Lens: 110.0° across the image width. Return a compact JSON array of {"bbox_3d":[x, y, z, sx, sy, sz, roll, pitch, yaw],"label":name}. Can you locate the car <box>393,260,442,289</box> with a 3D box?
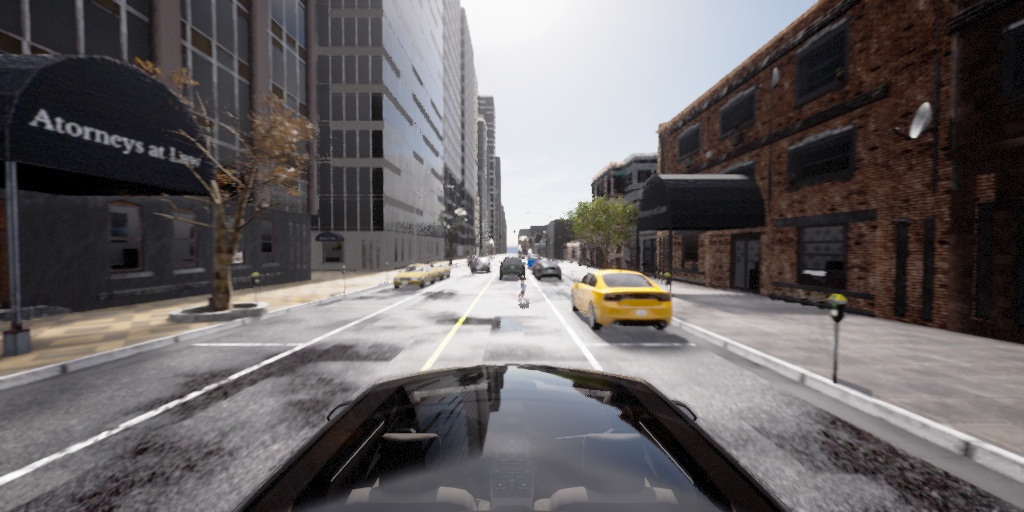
[{"bbox_3d":[-5.689,1.080,21.496,1.751,1.417,4.829,0,0,0],"label":"car"}]

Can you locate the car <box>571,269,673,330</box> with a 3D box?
[{"bbox_3d":[3.002,1.139,10.797,1.882,1.535,5.008,0,1,0],"label":"car"}]

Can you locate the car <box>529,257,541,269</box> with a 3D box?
[{"bbox_3d":[2.694,1.027,32.722,1.802,1.307,4.207,0,0,0],"label":"car"}]

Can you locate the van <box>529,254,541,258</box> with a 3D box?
[{"bbox_3d":[2.695,0.677,43.790,1.690,1.789,3.998,0,0,0],"label":"van"}]

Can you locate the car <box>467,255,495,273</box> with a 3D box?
[{"bbox_3d":[-3.078,0.906,35.951,2.128,1.511,4.902,0,0,0],"label":"car"}]

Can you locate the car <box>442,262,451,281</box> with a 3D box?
[{"bbox_3d":[-5.688,1.025,27.030,1.751,1.417,4.829,0,0,0],"label":"car"}]

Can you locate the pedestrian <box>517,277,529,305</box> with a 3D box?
[{"bbox_3d":[0.435,1.306,13.705,0.500,1.100,0.500,-1,1,-2],"label":"pedestrian"}]

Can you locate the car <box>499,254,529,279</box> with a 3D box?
[{"bbox_3d":[0.050,0.834,29.026,2.097,1.767,4.553,0,1,1],"label":"car"}]

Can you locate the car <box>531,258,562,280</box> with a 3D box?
[{"bbox_3d":[2.693,1.065,27.188,1.948,1.339,4.313,0,0,0],"label":"car"}]
